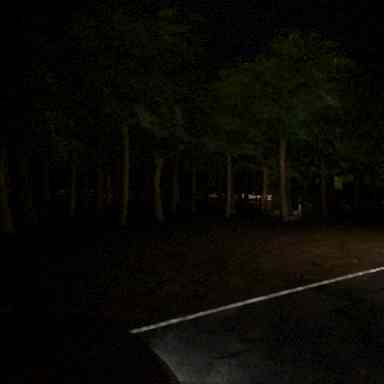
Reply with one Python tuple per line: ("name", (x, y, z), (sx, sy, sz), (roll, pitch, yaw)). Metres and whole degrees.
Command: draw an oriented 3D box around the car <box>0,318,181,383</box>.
("car", (-2.618, 1.548, 1.877), (5.357, 1.411, 2.033), (0, 0, -35))
